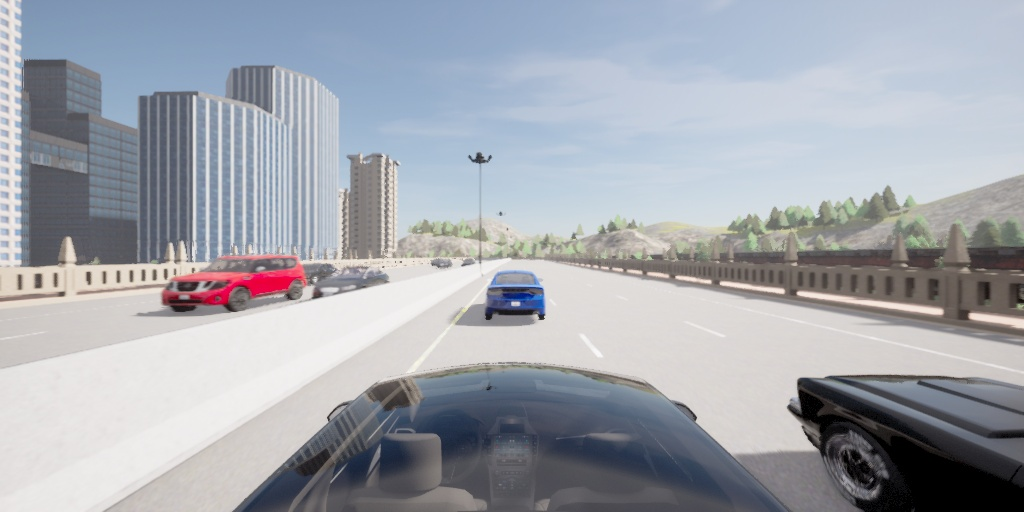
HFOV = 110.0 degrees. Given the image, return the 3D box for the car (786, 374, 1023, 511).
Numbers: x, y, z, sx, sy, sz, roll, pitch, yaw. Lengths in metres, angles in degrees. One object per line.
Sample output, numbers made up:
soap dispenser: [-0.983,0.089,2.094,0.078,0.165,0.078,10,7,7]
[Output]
car: [3.600,1.351,1.315,1.895,1.301,4.718,0,0,0]

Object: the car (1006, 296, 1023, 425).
car: [7.100,1.241,1.929,2.128,1.511,4.902,0,0,0]

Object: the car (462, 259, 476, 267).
car: [-7.014,1.240,58.686,1.837,1.490,4.892,0,0,1]

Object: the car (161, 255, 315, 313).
car: [-10.594,0.968,14.350,2.150,2.045,5.566,0,0,0]

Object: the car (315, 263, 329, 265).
car: [-14.088,1.251,25.544,1.837,1.490,4.892,0,0,0]

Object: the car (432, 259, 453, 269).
car: [-10.527,1.229,56.474,2.128,1.511,4.902,0,0,1]

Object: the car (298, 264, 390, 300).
car: [-7.093,1.239,16.314,2.128,1.511,4.902,0,0,0]

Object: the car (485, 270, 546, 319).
car: [0.105,1.225,12.786,1.882,1.535,5.008,0,0,0]
